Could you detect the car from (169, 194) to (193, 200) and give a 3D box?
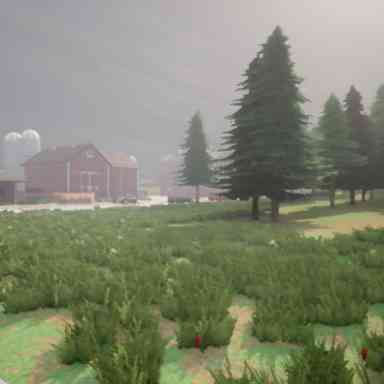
[{"bbox_3d":[-1.674,1.106,51.016,2.128,1.511,4.902,1,0,36],"label":"car"}]

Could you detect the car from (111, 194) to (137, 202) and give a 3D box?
[{"bbox_3d":[-10.181,1.021,50.301,1.816,1.474,4.193,7,4,33],"label":"car"}]

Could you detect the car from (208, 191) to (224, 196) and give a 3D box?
[{"bbox_3d":[5.044,0.838,60.453,2.150,2.045,5.566,1,0,36],"label":"car"}]
